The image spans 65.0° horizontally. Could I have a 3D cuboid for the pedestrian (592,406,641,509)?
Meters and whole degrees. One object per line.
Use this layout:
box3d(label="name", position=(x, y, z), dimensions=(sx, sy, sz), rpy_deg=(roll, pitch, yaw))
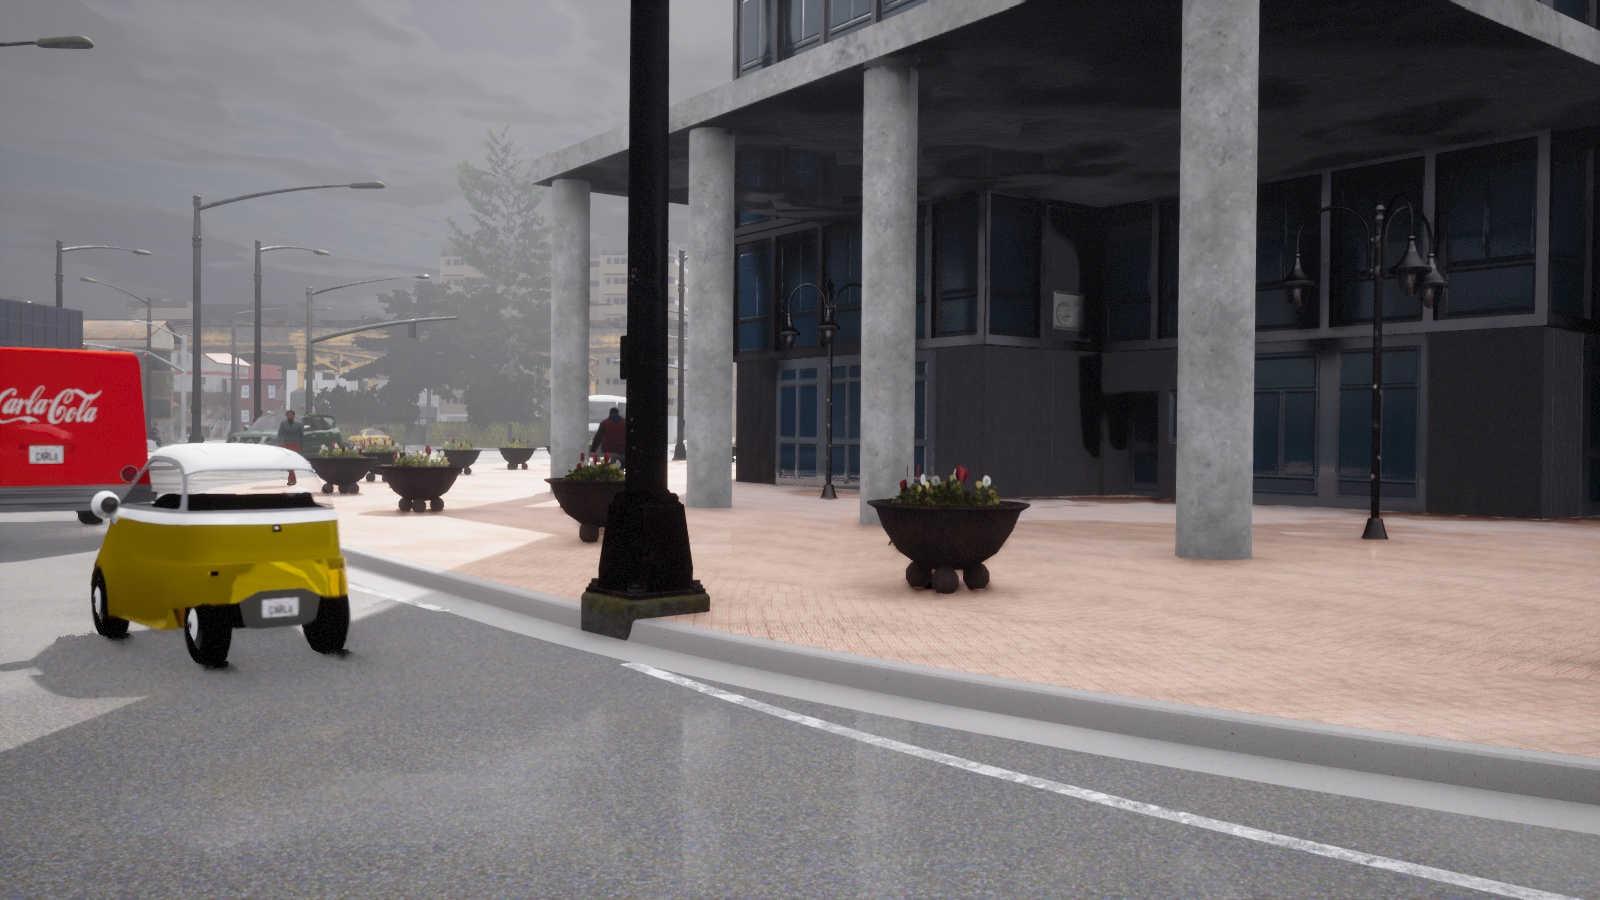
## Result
box3d(label="pedestrian", position=(-3.357, 0.125, 22.929), dimensions=(0.634, 1.844, 0.899), rpy_deg=(-1, 1, -24))

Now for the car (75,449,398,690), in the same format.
box3d(label="car", position=(-3.957, 0.703, 8.720), dimensions=(1.481, 1.376, 2.207), rpy_deg=(-1, 1, -40))

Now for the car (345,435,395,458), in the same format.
box3d(label="car", position=(-30.089, -0.267, 87.749), dimensions=(1.801, 1.575, 5.366), rpy_deg=(-1, 1, -36))

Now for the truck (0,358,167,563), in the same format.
box3d(label="truck", position=(-10.768, 0.103, 17.578), dimensions=(2.627, 2.467, 5.204), rpy_deg=(-1, 1, -35))

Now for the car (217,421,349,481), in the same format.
box3d(label="car", position=(-18.649, -0.003, 45.665), dimensions=(2.150, 2.045, 5.566), rpy_deg=(0, 1, 4))

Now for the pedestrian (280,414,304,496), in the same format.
box3d(label="pedestrian", position=(-11.577, 0.103, 28.631), dimensions=(0.353, 1.847, 0.614), rpy_deg=(-1, 1, -10))
